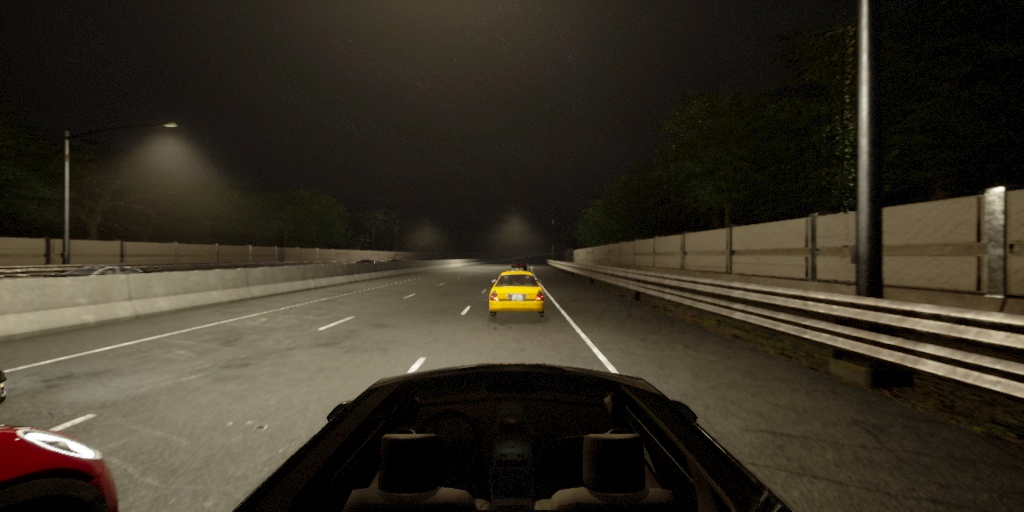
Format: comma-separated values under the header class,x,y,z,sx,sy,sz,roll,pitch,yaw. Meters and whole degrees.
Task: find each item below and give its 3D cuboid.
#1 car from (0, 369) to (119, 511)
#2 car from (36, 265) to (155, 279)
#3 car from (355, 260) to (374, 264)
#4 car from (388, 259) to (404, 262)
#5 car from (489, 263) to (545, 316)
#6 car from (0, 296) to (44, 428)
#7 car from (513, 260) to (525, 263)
class,x,y,z,sx,sy,sz,roll,pitch,yaw
car,-3.388,1.102,0.199,2.097,1.767,4.553,0,0,0
car,-20.959,1.225,18.168,2.128,1.511,4.902,0,0,1
car,-23.231,1.296,56.514,1.812,1.442,4.674,0,0,3
car,-16.507,1.246,50.734,1.882,1.535,5.008,0,0,3
car,0.178,1.205,13.245,1.801,1.575,5.366,0,0,1
car,-6.889,1.252,2.128,1.837,1.490,4.892,0,0,0
car,0.875,1.272,42.972,2.128,1.511,4.902,0,0,2
